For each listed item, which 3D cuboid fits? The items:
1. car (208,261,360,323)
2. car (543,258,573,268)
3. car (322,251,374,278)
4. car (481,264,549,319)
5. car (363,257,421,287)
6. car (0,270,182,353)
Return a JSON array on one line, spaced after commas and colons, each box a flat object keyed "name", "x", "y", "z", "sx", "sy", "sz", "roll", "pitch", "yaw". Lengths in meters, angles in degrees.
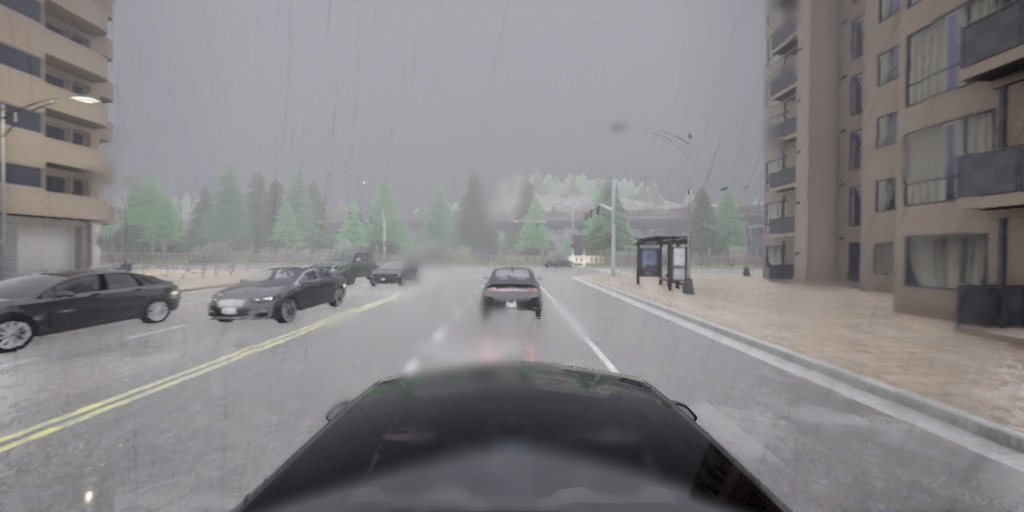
[{"name": "car", "x": -7.077, "y": 1.093, "z": 11.458, "sx": 2.128, "sy": 1.511, "sz": 4.902, "roll": 0, "pitch": 1, "yaw": 0}, {"name": "car", "x": 5.966, "y": 0.875, "z": 45.547, "sx": 1.895, "sy": 1.301, "sz": 4.718, "roll": 1, "pitch": 1, "yaw": 39}, {"name": "car", "x": -10.495, "y": 0.684, "z": 22.858, "sx": 2.150, "sy": 2.045, "sz": 5.566, "roll": 0, "pitch": 0, "yaw": 1}, {"name": "car", "x": 0.014, "y": 1.131, "z": 12.283, "sx": 2.128, "sy": 1.511, "sz": 4.902, "roll": 0, "pitch": 1, "yaw": 0}, {"name": "car", "x": -6.982, "y": 0.972, "z": 21.939, "sx": 1.882, "sy": 1.535, "sz": 5.008, "roll": 0, "pitch": 0, "yaw": 0}, {"name": "car", "x": -10.583, "y": 1.114, "z": 8.433, "sx": 1.837, "sy": 1.490, "sz": 4.892, "roll": 0, "pitch": 0, "yaw": 0}]
